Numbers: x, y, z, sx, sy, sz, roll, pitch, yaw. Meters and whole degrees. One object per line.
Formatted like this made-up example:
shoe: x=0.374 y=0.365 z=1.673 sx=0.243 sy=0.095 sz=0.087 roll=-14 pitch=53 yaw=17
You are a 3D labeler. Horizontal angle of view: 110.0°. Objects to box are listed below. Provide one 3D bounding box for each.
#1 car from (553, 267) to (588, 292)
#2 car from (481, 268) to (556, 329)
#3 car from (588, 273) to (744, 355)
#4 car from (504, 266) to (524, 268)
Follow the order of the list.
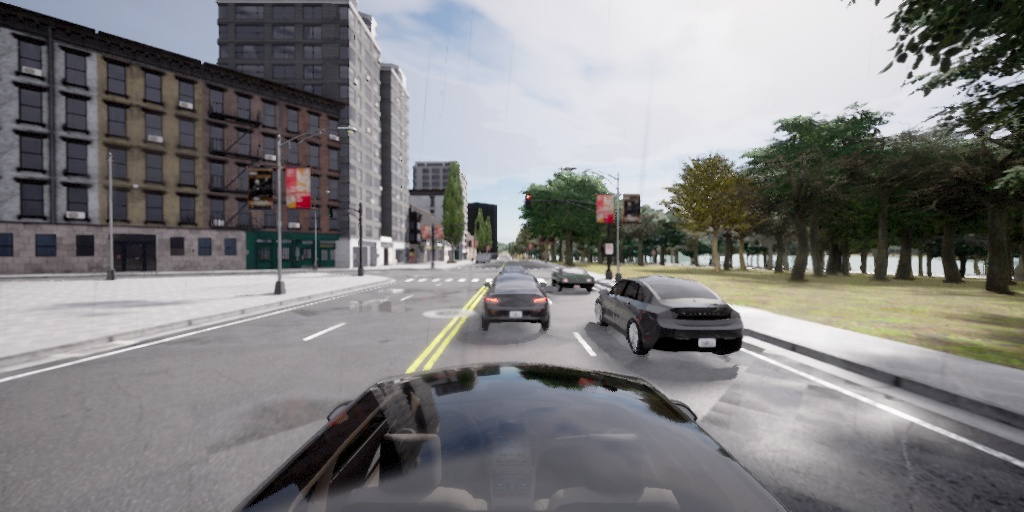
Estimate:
car: x=3.345 y=1.278 z=20.649 sx=1.895 sy=1.301 sz=4.718 roll=0 pitch=0 yaw=0
car: x=0.100 y=1.241 z=10.925 sx=1.812 sy=1.442 sz=4.674 roll=0 pitch=0 yaw=0
car: x=3.347 y=1.229 z=8.577 sx=1.837 sy=1.490 sz=4.892 roll=0 pitch=0 yaw=0
car: x=0.100 y=1.243 z=20.125 sx=1.994 sy=1.385 sz=4.181 roll=0 pitch=0 yaw=-1
